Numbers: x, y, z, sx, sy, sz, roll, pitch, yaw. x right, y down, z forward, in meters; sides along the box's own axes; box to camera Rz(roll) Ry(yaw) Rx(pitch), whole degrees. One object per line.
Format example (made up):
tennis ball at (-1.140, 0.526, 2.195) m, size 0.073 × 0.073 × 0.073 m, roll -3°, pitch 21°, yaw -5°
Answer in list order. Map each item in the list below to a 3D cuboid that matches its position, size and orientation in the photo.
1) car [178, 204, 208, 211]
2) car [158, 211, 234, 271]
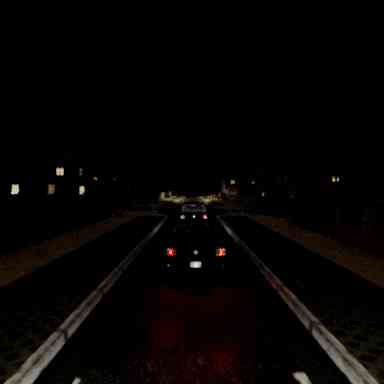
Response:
car at (0.079, 1.376, 20.660) m, size 1.895 × 1.301 × 4.718 m, roll 0°, pitch 1°, yaw -1°
car at (0.099, 1.484, 10.425) m, size 1.895 × 1.301 × 4.718 m, roll 0°, pitch 1°, yaw 0°
